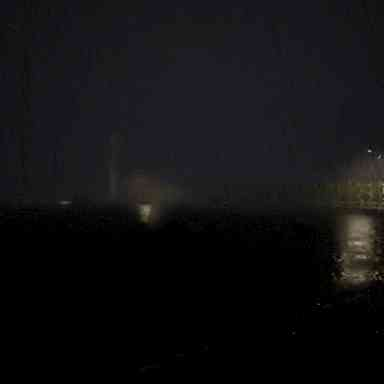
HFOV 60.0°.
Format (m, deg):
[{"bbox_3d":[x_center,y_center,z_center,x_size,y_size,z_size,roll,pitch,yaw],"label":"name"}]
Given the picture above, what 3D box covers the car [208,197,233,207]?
[{"bbox_3d":[4.812,1.653,57.300,1.837,1.490,4.892,1,-1,-41],"label":"car"}]
